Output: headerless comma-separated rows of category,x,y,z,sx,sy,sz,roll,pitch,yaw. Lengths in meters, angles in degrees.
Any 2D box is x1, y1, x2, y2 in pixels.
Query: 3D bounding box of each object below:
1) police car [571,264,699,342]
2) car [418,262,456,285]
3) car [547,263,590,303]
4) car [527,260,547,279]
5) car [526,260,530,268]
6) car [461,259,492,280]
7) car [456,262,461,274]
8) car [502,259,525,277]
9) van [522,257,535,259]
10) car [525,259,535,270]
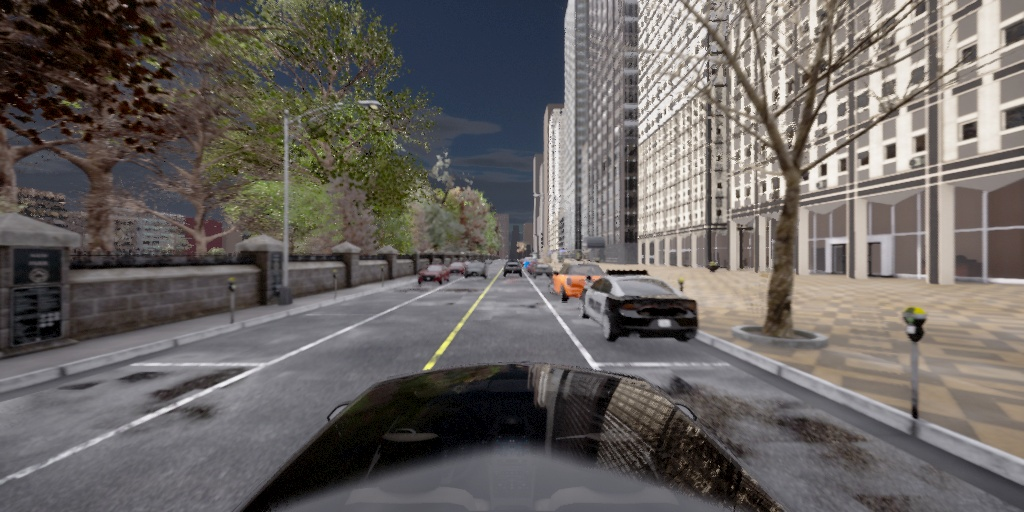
police car,3.137,1.176,9.962,1.930,1.638,5.238,0,0,0
car,-5.685,1.304,26.601,1.888,1.381,4.507,0,0,0
car,3.097,1.105,16.872,2.097,1.767,4.553,0,0,-1
car,2.697,1.311,32.231,2.007,1.370,4.403,0,0,0
car,2.698,1.347,37.864,1.802,1.307,4.207,0,0,0
car,-3.086,1.267,31.936,1.837,1.490,4.892,0,0,0
car,-5.682,1.310,37.865,1.888,1.381,4.507,0,0,0
car,0.084,1.266,36.365,1.837,1.490,4.892,0,-1,0
van,2.702,1.122,54.761,1.690,1.789,3.998,0,0,0
car,2.700,1.351,43.496,1.802,1.307,4.207,0,0,0
